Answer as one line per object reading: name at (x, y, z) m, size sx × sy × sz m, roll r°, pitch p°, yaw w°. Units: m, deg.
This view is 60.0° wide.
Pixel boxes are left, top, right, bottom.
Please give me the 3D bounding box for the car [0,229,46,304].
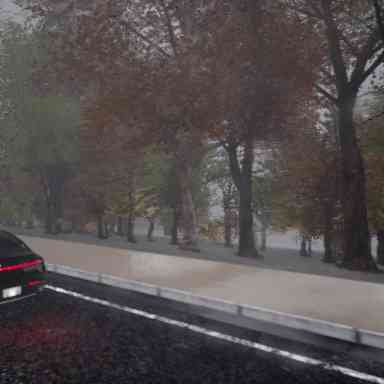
car at (-5.200, 1.556, 7.394) m, size 4.892 × 1.490 × 1.837 m, roll 0°, pitch 0°, yaw 36°
